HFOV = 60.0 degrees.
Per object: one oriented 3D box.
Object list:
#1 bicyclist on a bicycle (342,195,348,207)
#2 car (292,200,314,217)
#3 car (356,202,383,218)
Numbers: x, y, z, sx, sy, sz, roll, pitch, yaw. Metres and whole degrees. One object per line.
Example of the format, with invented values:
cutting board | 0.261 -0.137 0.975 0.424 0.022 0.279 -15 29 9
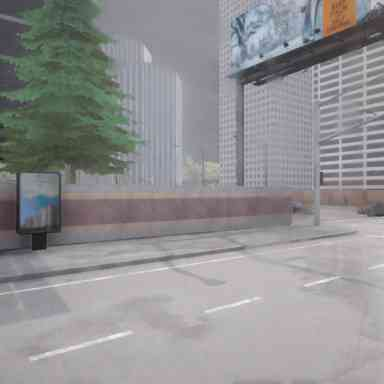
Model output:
bicyclist on a bicycle | 21.291 1.301 46.319 1.656 1.620 0.582 0 0 -35
car | 9.700 1.505 31.563 1.837 1.490 4.892 0 0 -35
car | 16.915 1.548 28.079 2.033 1.411 5.357 0 0 -41
